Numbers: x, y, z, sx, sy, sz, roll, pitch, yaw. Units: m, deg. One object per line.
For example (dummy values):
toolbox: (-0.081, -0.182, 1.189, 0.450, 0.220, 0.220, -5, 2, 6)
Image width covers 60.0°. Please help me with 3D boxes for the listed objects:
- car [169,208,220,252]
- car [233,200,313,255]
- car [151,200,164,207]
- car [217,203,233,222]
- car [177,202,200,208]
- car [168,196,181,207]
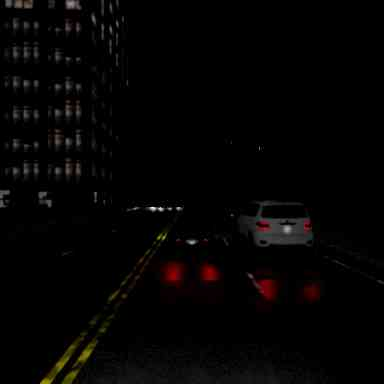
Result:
car: (0.006, 1.660, 14.365, 1.812, 1.442, 4.674, 0, 0, 0)
car: (3.253, 1.348, 14.025, 2.150, 2.045, 5.566, 0, 0, 0)
car: (-6.528, 2.188, 63.102, 1.895, 1.301, 4.718, 0, -1, 1)
car: (3.260, 1.752, 29.462, 1.882, 1.535, 5.008, 0, 0, 0)
car: (0.006, 1.817, 28.969, 2.033, 1.411, 5.357, 0, 0, 0)
car: (-3.280, 1.815, 63.055, 2.150, 2.045, 5.566, 0, -1, 1)
